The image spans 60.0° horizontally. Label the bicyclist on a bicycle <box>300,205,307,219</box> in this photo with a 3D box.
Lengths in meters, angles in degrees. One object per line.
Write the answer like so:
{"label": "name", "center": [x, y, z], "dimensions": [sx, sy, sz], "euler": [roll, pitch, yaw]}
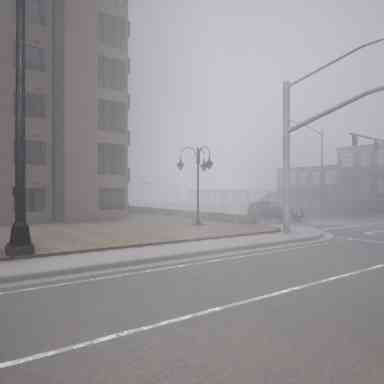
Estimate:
{"label": "bicyclist on a bicycle", "center": [13.534, 2.464, 40.646], "dimensions": [1.656, 1.620, 0.582], "euler": [0, -8, -35]}

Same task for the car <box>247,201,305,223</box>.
{"label": "car", "center": [7.460, 1.795, 30.404], "dimensions": [2.150, 2.045, 5.566], "euler": [0, -5, -36]}
